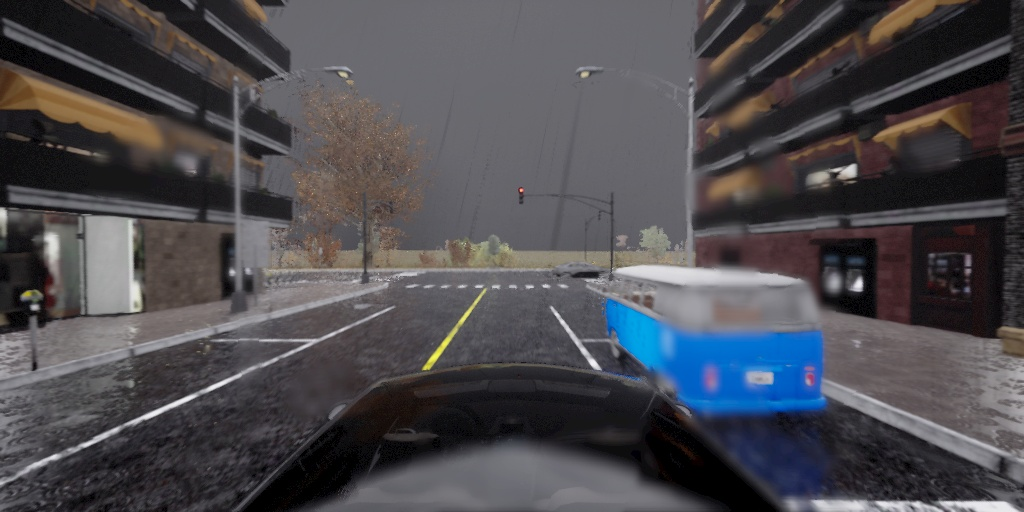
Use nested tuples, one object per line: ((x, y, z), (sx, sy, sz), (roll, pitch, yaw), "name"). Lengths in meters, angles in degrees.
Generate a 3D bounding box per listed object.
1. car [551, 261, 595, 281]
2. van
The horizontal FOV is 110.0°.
((5.553, 1.186, 28.365), (4.902, 1.511, 2.128), (0, 1, 0), "car")
((2.687, 1.073, 5.719), (1.690, 1.789, 3.998), (0, 0, 0), "van")
